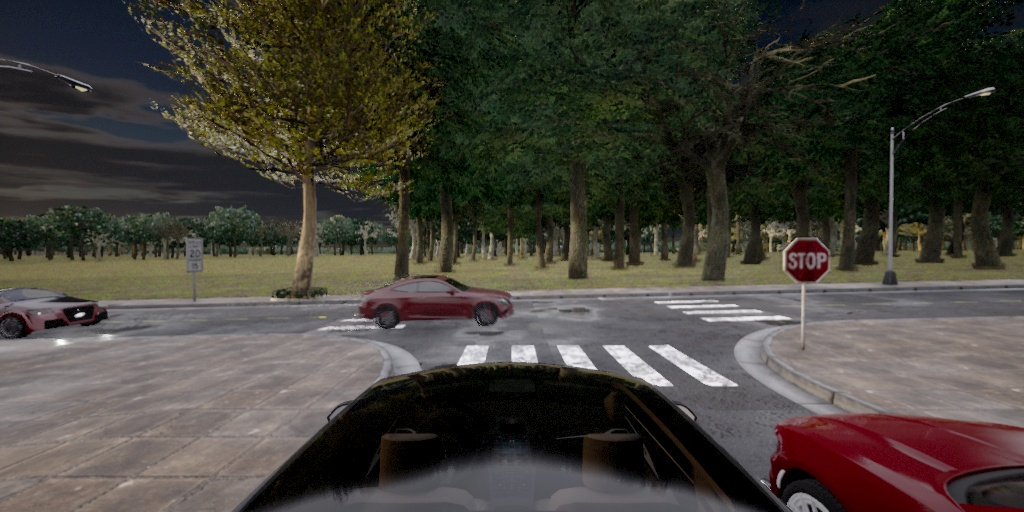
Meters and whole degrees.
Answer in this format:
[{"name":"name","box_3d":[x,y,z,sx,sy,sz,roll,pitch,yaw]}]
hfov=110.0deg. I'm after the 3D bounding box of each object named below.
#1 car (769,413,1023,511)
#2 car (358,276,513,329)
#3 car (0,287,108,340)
[{"name":"car","box_3d":[2.635,1.292,0.656,1.888,1.381,4.507,0,0,0]},{"name":"car","box_3d":[-2.300,1.337,11.101,4.674,1.442,1.812,-2,1,0]},{"name":"car","box_3d":[-15.388,1.697,11.101,4.181,1.385,1.994,-1,1,0]}]
